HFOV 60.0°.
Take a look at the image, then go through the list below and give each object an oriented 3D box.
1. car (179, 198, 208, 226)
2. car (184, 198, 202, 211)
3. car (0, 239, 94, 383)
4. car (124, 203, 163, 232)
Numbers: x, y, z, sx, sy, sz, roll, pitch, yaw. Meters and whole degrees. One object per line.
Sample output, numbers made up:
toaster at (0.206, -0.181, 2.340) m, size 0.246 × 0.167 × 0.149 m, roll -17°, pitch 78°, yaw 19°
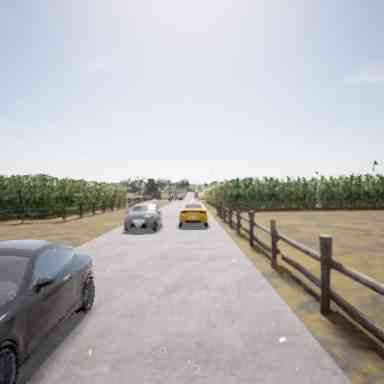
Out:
car at (0.091, 1.454, 23.411) m, size 1.882 × 1.535 × 5.008 m, roll 0°, pitch 0°, yaw 0°
car at (0.109, 1.516, 42.525) m, size 2.128 × 1.511 × 4.902 m, roll 0°, pitch 0°, yaw 0°
car at (-2.831, 1.516, 4.950) m, size 1.812 × 1.442 × 4.674 m, roll 0°, pitch 0°, yaw 0°
car at (-2.823, 1.467, 20.084) m, size 2.128 × 1.511 × 4.902 m, roll 0°, pitch 0°, yaw 0°
